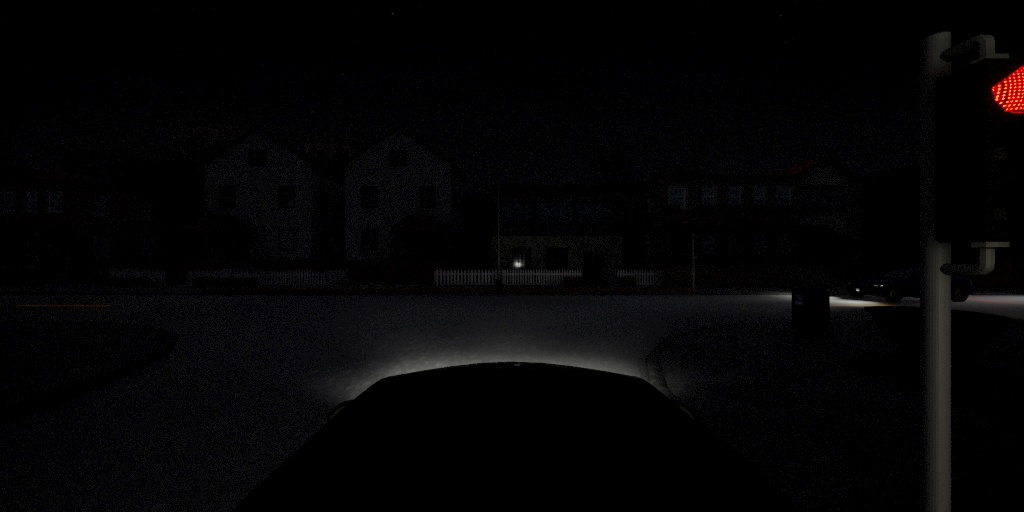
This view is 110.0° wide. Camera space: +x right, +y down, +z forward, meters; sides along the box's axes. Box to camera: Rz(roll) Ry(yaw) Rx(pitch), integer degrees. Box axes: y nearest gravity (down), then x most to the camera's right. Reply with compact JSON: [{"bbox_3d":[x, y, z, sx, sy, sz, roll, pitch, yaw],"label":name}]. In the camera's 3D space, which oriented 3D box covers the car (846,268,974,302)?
[{"bbox_3d":[18.190,1.276,16.455,4.674,1.442,1.812,0,0,0],"label":"car"}]
